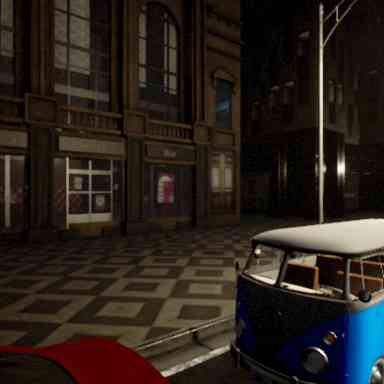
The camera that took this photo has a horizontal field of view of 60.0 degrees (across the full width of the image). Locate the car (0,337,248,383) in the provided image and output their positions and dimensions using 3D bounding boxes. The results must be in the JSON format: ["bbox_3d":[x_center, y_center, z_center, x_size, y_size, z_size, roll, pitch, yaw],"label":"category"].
[{"bbox_3d":[-2.055,1.545,1.114,4.507,1.381,1.887,0,0,-39],"label":"car"}]

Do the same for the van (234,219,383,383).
[{"bbox_3d":[2.316,1.339,4.643,3.998,1.788,1.690,0,0,-39],"label":"van"}]
